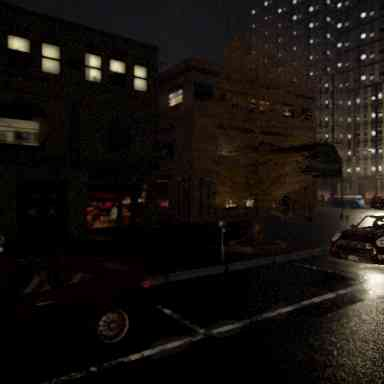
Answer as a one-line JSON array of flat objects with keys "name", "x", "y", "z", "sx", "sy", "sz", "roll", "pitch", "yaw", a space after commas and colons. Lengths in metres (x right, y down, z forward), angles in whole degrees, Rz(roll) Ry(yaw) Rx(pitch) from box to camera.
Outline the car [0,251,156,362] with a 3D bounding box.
[{"name": "car", "x": -2.533, "y": 1.583, "z": 4.758, "sx": 4.206, "sy": 1.307, "sz": 1.802, "roll": 0, "pitch": 0, "yaw": -35}]

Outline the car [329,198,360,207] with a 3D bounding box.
[{"name": "car", "x": 24.358, "y": 1.615, "z": 53.306, "sx": 1.802, "sy": 1.307, "sz": 4.206, "roll": 0, "pitch": 0, "yaw": -35}]

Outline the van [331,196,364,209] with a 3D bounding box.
[{"name": "van", "x": 20.655, "y": 1.411, "z": 43.965, "sx": 1.690, "sy": 1.788, "sz": 3.998, "roll": 0, "pitch": 0, "yaw": -35}]

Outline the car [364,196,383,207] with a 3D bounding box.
[{"name": "car", "x": 23.826, "y": 1.392, "z": 39.421, "sx": 2.192, "sy": 1.841, "sz": 5.009, "roll": 0, "pitch": 0, "yaw": -35}]

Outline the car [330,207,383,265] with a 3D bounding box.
[{"name": "car", "x": 6.461, "y": 1.463, "z": 11.174, "sx": 4.097, "sy": 1.590, "sz": 1.967, "roll": 0, "pitch": 0, "yaw": -35}]
